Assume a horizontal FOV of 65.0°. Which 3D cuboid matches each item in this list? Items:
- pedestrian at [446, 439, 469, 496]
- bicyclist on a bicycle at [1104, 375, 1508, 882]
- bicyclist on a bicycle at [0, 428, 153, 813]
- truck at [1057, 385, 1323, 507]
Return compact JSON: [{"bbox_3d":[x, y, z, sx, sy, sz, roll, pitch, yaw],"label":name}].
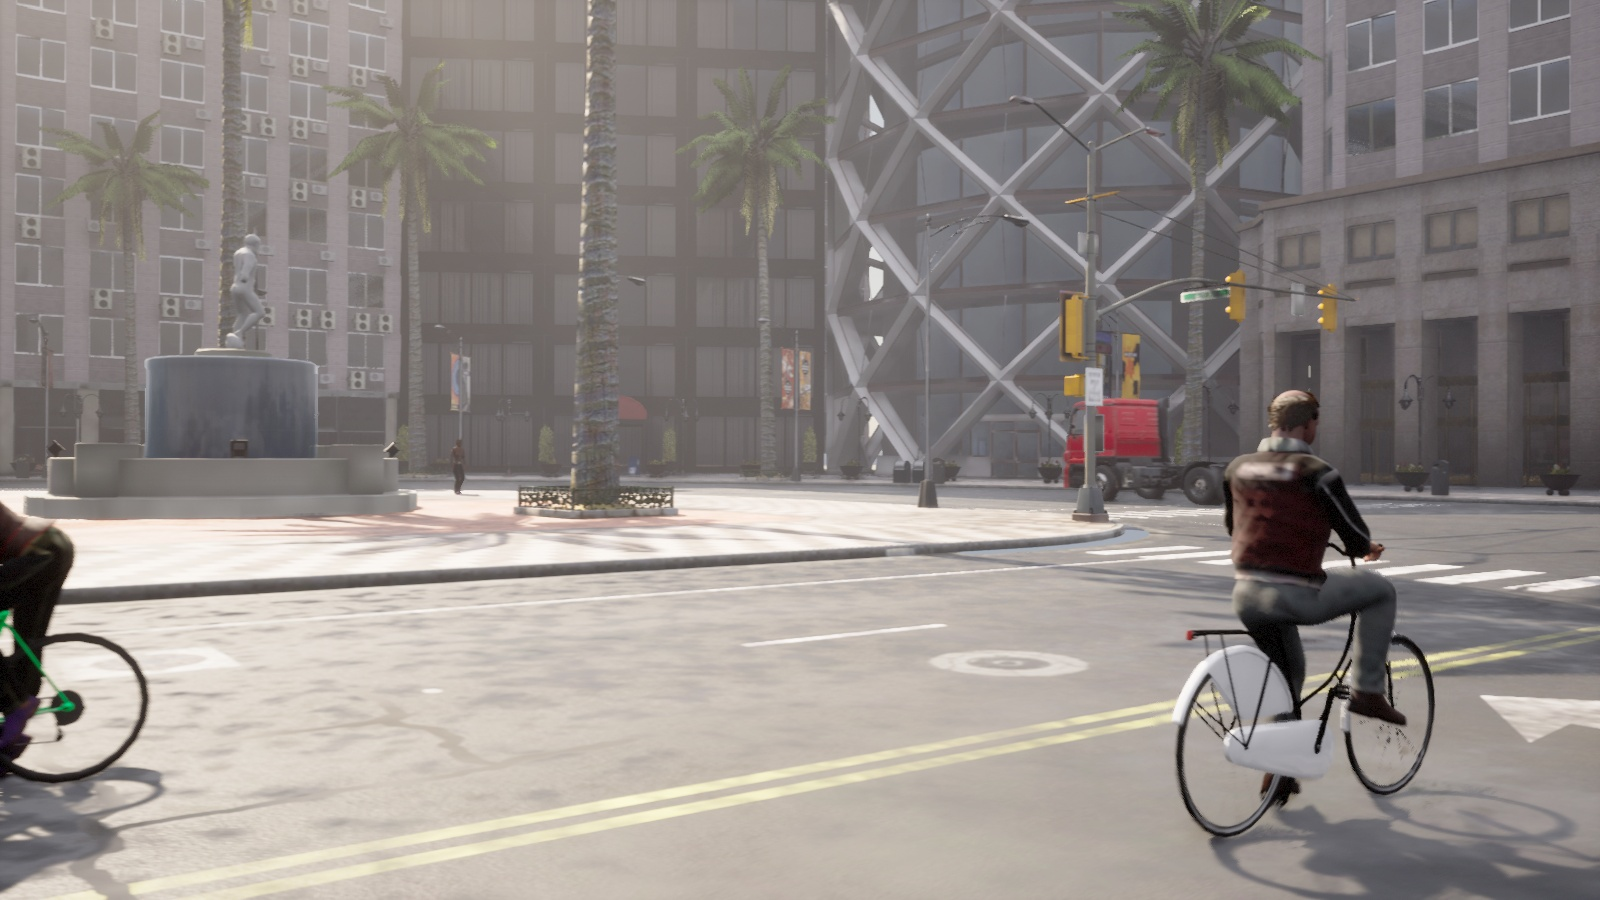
[{"bbox_3d":[-10.947,0.547,40.131,0.328,1.805,0.869,0,0,-44],"label":"pedestrian"},{"bbox_3d":[2.141,0.632,5.204,1.843,1.776,0.659,1,-1,-36],"label":"bicyclist on a bicycle"},{"bbox_3d":[-3.737,0.719,5.367,1.656,1.620,0.582,0,0,-36],"label":"bicyclist on a bicycle"},{"bbox_3d":[12.113,-0.100,39.813,2.891,3.462,7.936,0,0,-36],"label":"truck"}]
